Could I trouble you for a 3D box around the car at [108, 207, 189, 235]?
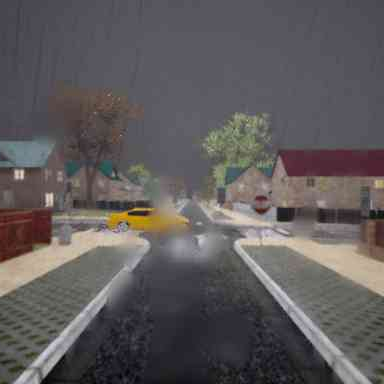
[{"bbox_3d":[-2.671,1.754,20.776,5.008,1.535,1.882,2,0,0],"label":"car"}]
